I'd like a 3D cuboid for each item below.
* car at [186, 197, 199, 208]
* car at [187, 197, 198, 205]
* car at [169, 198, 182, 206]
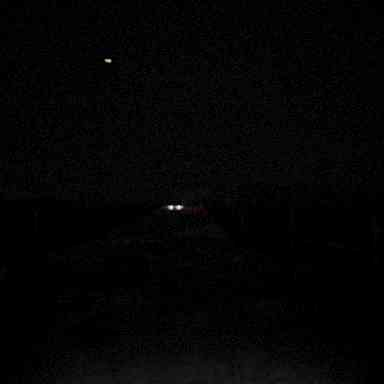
[{"bbox_3d":[0.055,1.549,50.211,2.128,1.511,4.902,0,0,0],"label":"car"},{"bbox_3d":[0.065,1.606,60.249,1.812,1.442,4.674,0,0,0],"label":"car"},{"bbox_3d":[-2.691,1.620,55.244,1.994,1.385,4.181,0,0,0],"label":"car"}]
